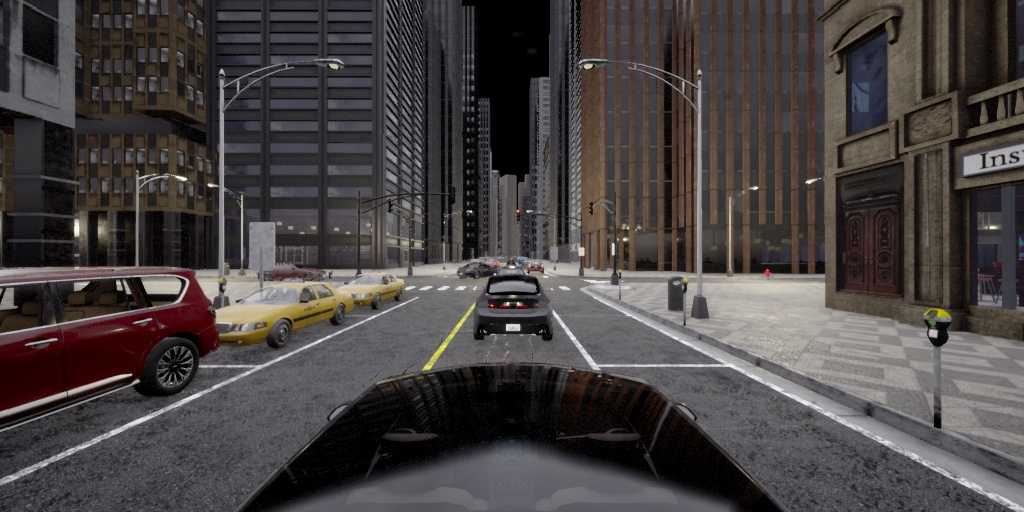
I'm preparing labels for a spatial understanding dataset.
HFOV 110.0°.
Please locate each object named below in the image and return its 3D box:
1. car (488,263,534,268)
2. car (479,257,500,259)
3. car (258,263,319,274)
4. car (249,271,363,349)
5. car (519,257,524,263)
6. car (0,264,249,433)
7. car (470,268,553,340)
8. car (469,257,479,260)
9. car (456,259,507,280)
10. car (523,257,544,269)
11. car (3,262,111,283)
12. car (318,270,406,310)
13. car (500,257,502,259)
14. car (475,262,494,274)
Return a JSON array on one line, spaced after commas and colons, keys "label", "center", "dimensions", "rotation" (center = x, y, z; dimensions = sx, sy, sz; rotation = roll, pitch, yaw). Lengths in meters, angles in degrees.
[{"label": "car", "center": [-0.046, 1.298, 20.253], "dimensions": [2.033, 1.411, 5.357], "rotation": [0, 0, 0]}, {"label": "car", "center": [-3.213, 1.111, 52.024], "dimensions": [2.097, 1.767, 4.553], "rotation": [0, 0, 0]}, {"label": "car", "center": [-16.275, 1.228, 26.660], "dimensions": [4.674, 1.442, 1.812], "rotation": [0, 0, -1]}, {"label": "car", "center": [-5.780, 1.276, 9.229], "dimensions": [1.751, 1.417, 4.829], "rotation": [0, 0, 0]}, {"label": "car", "center": [2.620, 1.312, 58.643], "dimensions": [2.007, 1.370, 4.403], "rotation": [0, 0, 0]}, {"label": "car", "center": [-5.767, 1.065, 3.797], "dimensions": [2.192, 1.841, 5.009], "rotation": [0, 0, 0]}, {"label": "car", "center": [0.036, 1.255, 9.924], "dimensions": [1.837, 1.490, 4.892], "rotation": [0, 0, 0]}, {"label": "car", "center": [-5.891, 1.199, 52.994], "dimensions": [1.967, 1.591, 4.097], "rotation": [0, 0, 0]}, {"label": "car", "center": [-2.785, 1.281, 31.062], "dimensions": [1.812, 1.442, 4.674], "rotation": [1, 0, 37]}, {"label": "car", "center": [2.662, 1.196, 41.816], "dimensions": [1.967, 1.591, 4.097], "rotation": [0, 0, 0]}, {"label": "car", "center": [-33.477, 1.197, 26.511], "dimensions": [5.357, 1.411, 2.033], "rotation": [0, 0, 0]}, {"label": "car", "center": [-5.795, 1.276, 14.830], "dimensions": [1.751, 1.417, 4.829], "rotation": [0, 0, 0]}, {"label": "car", "center": [-3.222, 1.116, 61.974], "dimensions": [2.097, 1.767, 4.553], "rotation": [0, 0, 0]}, {"label": "car", "center": [-3.192, 1.357, 42.330], "dimensions": [1.895, 1.301, 4.718], "rotation": [0, 0, 0]}]
